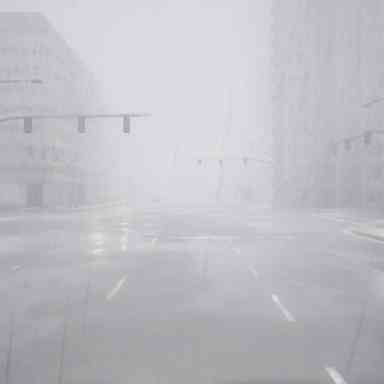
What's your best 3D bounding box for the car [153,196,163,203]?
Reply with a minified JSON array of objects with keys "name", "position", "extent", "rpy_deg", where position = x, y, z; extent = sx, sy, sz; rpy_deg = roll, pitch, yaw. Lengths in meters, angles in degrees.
[{"name":"car","position":[-7.000,1.530,69.146],"extent":[2.033,1.411,5.357],"rpy_deg":[0,0,0]}]
